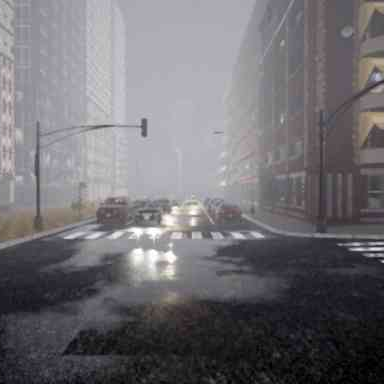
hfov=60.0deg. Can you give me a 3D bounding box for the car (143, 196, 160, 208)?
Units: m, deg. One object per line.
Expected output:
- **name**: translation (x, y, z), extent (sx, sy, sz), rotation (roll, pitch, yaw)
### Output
- **car**: translation (-5.695, 1.375, 47.341), extent (1.967, 1.590, 4.097), rotation (0, 0, 0)

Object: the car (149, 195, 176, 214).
- **car**: translation (-3.082, 1.426, 35.023), extent (1.882, 1.535, 5.008), rotation (0, 0, 0)

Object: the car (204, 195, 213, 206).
- **car**: translation (2.685, 1.387, 36.284), extent (1.967, 1.590, 4.097), rotation (0, 0, 0)

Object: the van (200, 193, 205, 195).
- **van**: translation (2.685, 1.262, 69.450), extent (1.690, 1.788, 3.998), rotation (0, 0, 0)

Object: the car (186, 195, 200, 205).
- **car**: translation (-0.001, 1.530, 55.560), extent (1.895, 1.301, 4.718), rotation (0, 0, 0)

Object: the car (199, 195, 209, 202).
- **car**: translation (2.687, 1.463, 74.978), extent (1.887, 1.381, 4.507), rotation (0, 0, 0)

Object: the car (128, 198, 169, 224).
- **car**: translation (-3.101, 1.453, 24.716), extent (2.128, 1.511, 4.902), rotation (0, 0, -2)

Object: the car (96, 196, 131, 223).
- **car**: translation (-5.696, 1.276, 25.230), extent (2.192, 1.841, 5.009), rotation (0, 0, 0)

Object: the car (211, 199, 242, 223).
- **car**: translation (2.685, 1.506, 25.229), extent (1.887, 1.381, 4.507), rotation (0, 0, 0)

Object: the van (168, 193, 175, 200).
- **van**: translation (-5.695, 1.254, 91.561), extent (1.690, 1.788, 3.998), rotation (0, 0, 0)

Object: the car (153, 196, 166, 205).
- **car**: translation (-5.695, 1.453, 58.225), extent (1.752, 1.417, 4.829), rotation (0, 0, 0)

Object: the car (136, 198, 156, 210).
- **car**: translation (-5.694, 1.506, 41.813), extent (1.947, 1.339, 4.313), rotation (0, 0, 0)

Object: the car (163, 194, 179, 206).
- **car**: translation (-3.055, 1.425, 51.188), extent (2.128, 1.511, 4.902), rotation (0, 0, 0)

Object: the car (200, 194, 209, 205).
- **car**: translation (2.686, 1.497, 52.867), extent (1.947, 1.339, 4.313), rotation (0, 0, 0)

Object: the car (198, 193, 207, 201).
- **car**: translation (2.684, 1.230, 86.033), extent (2.192, 1.841, 5.009), rotation (0, 0, 0)

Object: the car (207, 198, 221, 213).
- **car**: translation (2.685, 1.498, 30.756), extent (1.887, 1.381, 4.507), rotation (0, 0, 0)

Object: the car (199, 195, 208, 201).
- **car**: translation (2.687, 1.467, 80.505), extent (2.008, 1.369, 4.403), rotation (0, 0, 0)
